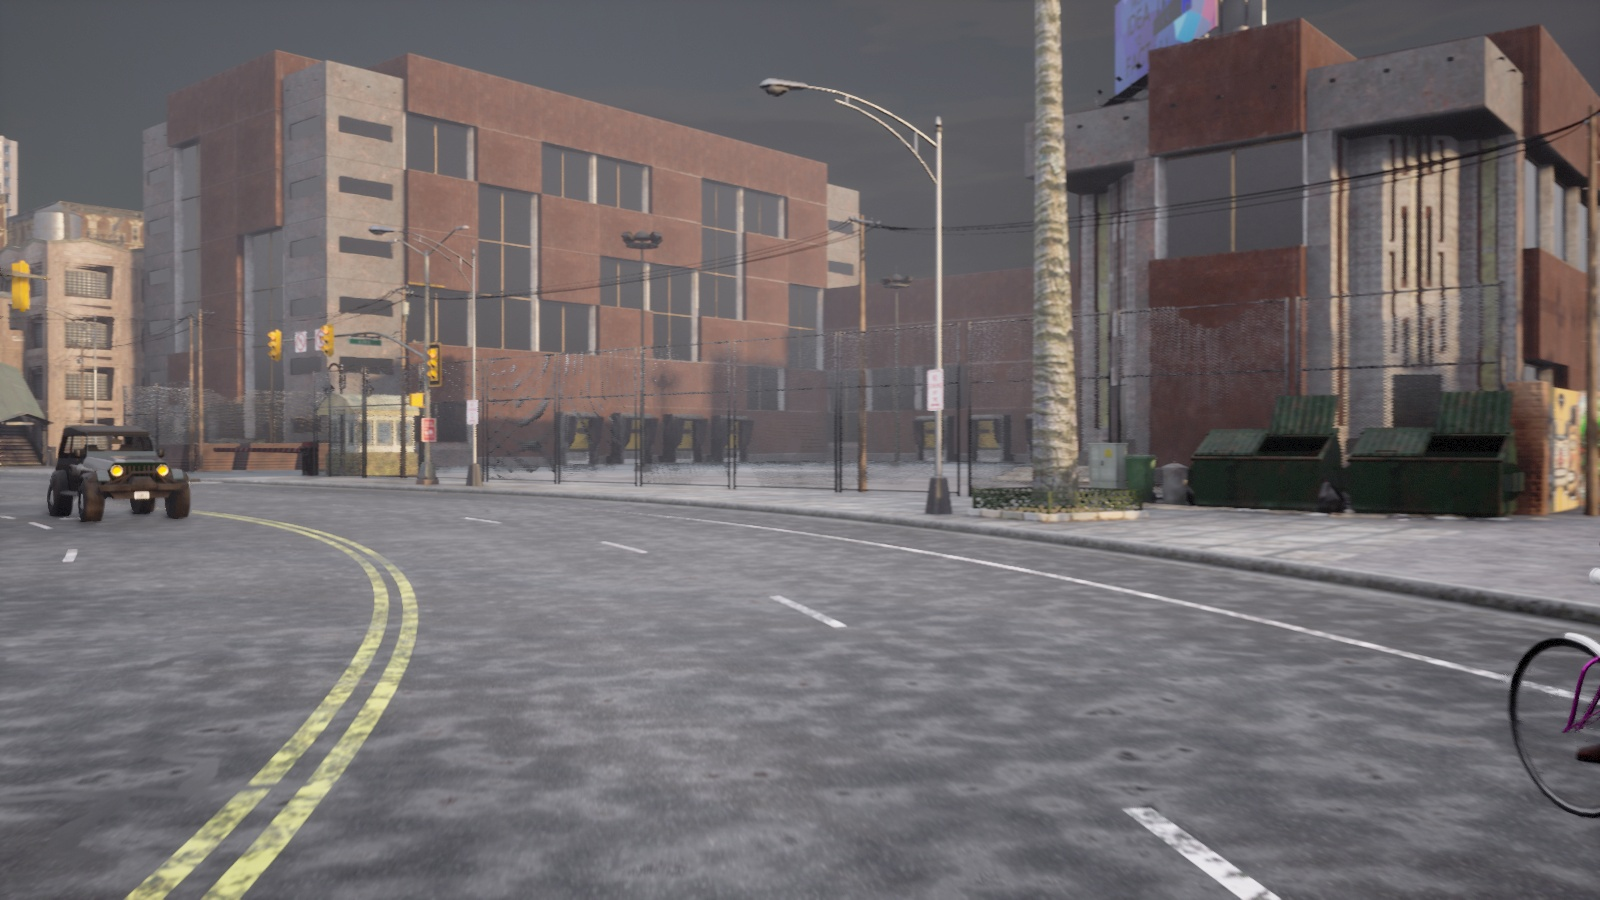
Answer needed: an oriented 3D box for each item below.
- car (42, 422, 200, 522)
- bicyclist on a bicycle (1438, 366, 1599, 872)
[{"bbox_3d":[-13.835,0.401,25.485,1.905,1.878,3.866,0,0,-43],"label":"car"},{"bbox_3d":[3.133,0.591,4.436,0.659,1.776,1.843,0,1,-7],"label":"bicyclist on a bicycle"}]
